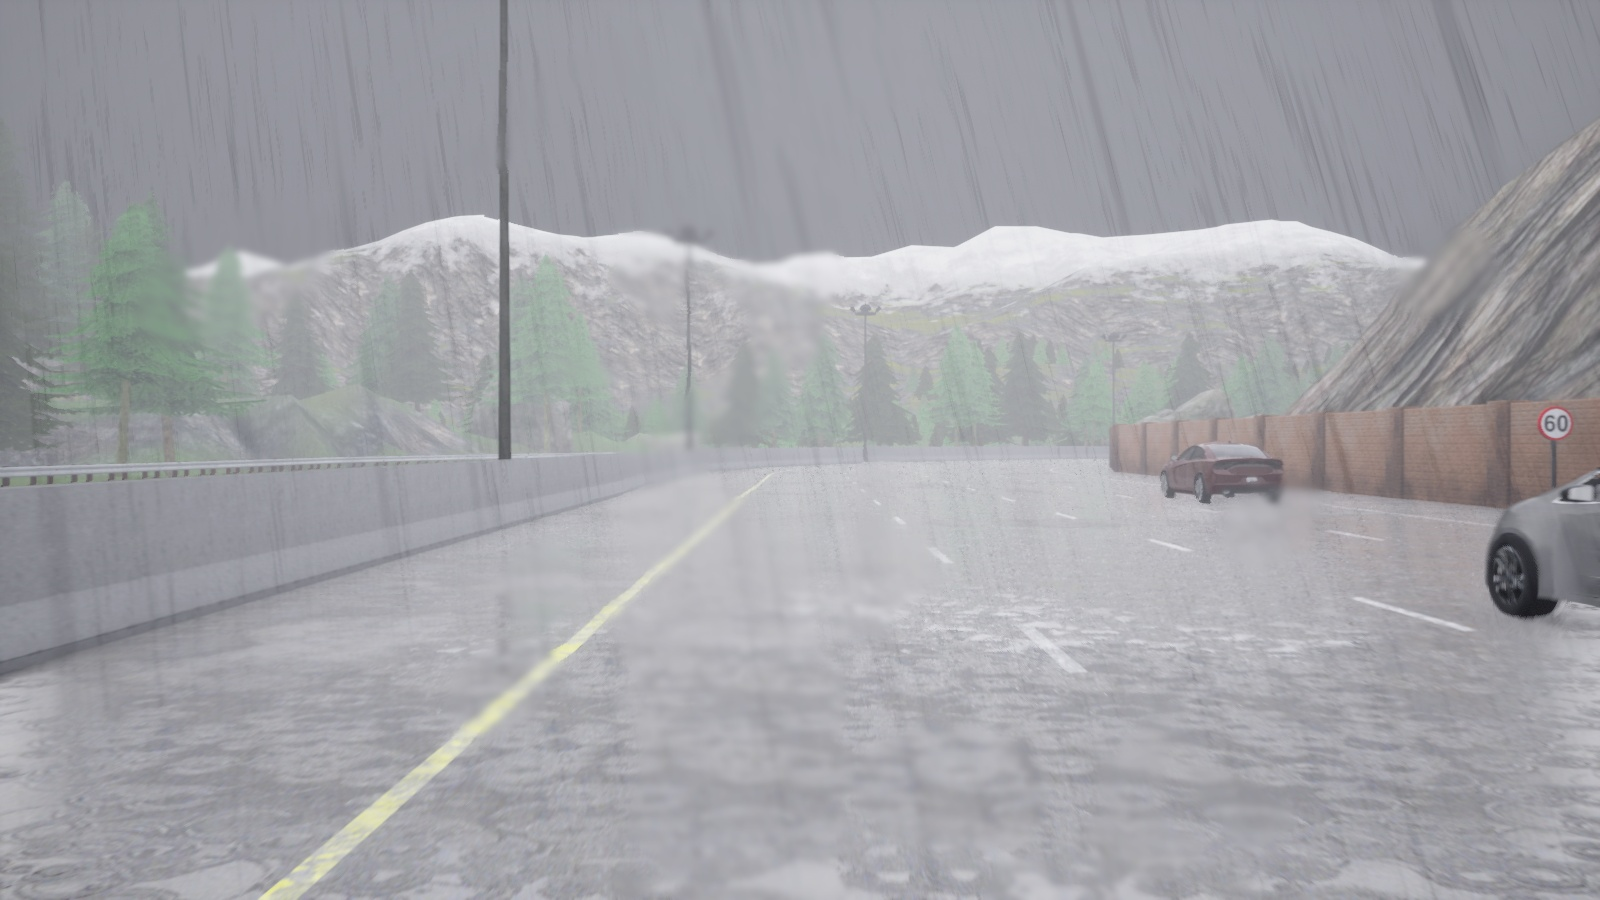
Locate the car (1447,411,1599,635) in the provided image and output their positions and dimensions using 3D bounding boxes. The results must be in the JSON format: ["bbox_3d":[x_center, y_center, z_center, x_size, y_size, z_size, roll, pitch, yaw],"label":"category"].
[{"bbox_3d":[7.067,0.544,9.251,2.242,1.667,4.611,0,0,0],"label":"car"}]

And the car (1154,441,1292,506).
[{"bbox_3d":[10.693,0.551,32.165,1.882,1.535,5.008,0,0,0],"label":"car"}]
